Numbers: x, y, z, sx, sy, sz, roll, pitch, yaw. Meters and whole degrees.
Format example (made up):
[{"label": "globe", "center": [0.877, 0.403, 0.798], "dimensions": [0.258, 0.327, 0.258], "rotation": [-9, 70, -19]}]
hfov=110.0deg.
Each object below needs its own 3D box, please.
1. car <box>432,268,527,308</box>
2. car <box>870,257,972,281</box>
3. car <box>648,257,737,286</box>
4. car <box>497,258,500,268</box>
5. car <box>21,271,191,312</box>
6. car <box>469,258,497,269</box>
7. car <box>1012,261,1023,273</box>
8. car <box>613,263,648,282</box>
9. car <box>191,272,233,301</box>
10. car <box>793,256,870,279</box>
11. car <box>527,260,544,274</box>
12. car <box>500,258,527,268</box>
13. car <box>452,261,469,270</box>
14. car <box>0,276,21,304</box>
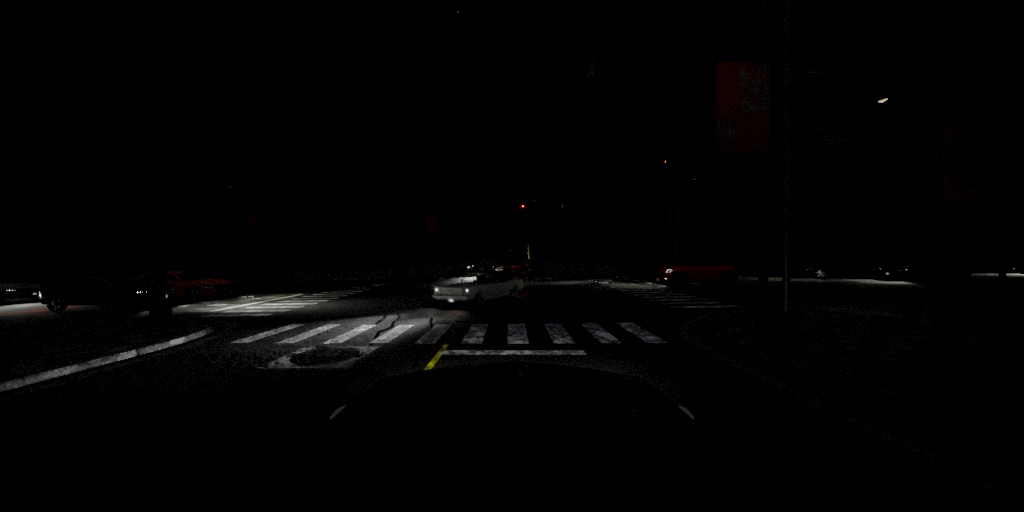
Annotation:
[{"label": "car", "center": [-1.322, 1.362, 15.572], "dimensions": [1.895, 1.301, 4.718], "rotation": [-1, 0, 28]}, {"label": "car", "center": [25.864, 0.790, 22.496], "dimensions": [4.674, 1.442, 1.812], "rotation": [-1, 0, 0]}, {"label": "car", "center": [11.388, 0.871, 22.483], "dimensions": [4.553, 1.767, 2.097], "rotation": [-1, 0, 0]}, {"label": "car", "center": [-3.156, 1.305, 48.995], "dimensions": [2.033, 1.411, 5.357], "rotation": [0, 0, 0]}, {"label": "car", "center": [-17.624, 1.547, 15.751], "dimensions": [4.902, 1.511, 2.128], "rotation": [-1, 0, 2]}, {"label": "car", "center": [-3.110, 1.246, 39.137], "dimensions": [2.128, 1.511, 4.902], "rotation": [0, 0, 0]}, {"label": "car", "center": [39.047, 0.600, 25.752], "dimensions": [4.181, 1.385, 1.994], "rotation": [-1, 0, 0]}, {"label": "car", "center": [9.839, 1.142, 25.975], "dimensions": [4.718, 1.301, 1.895], "rotation": [-1, 0, 4]}, {"label": "car", "center": [-17.646, 1.528, 18.995], "dimensions": [5.008, 1.535, 1.882], "rotation": [-1, 0, 2]}, {"label": "car", "center": [23.021, 0.786, 25.749], "dimensions": [5.008, 1.535, 1.882], "rotation": [-1, 0, 0]}, {"label": "car", "center": [2.740, 1.305, 41.206], "dimensions": [2.007, 1.370, 4.403], "rotation": [0, 0, 0]}, {"label": "car", "center": [0.073, 1.245, 36.898], "dimensions": [2.128, 1.511, 4.902], "rotation": [0, 0, -1]}, {"label": "car", "center": [-5.785, 1.305, 41.169], "dimensions": [2.007, 1.370, 4.403], "rotation": [0, 0, 0]}, {"label": "car", "center": [-27.620, 1.763, 18.979], "dimensions": [4.674, 1.442, 1.812], "rotation": [-1, 0, 0]}]
